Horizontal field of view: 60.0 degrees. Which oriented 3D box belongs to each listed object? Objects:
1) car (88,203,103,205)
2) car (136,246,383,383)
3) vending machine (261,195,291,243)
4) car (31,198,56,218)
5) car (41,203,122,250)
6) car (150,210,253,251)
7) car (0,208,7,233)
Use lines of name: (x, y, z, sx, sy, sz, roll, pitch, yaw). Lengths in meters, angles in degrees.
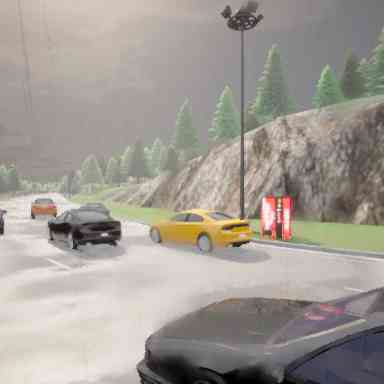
car: (-7.997, 1.565, 27.038, 1.994, 1.385, 4.181, 0, 0, -27)
car: (2.002, 1.547, 2.551, 5.357, 1.411, 2.033, 0, 0, 38)
vending machine: (3.897, 1.195, 15.386, 1.100, 2.100, 0.880, 0, 0, -44)
car: (-13.668, 1.353, 30.675, 2.097, 1.767, 4.553, 0, 0, -25)
car: (-4.832, 1.477, 14.545, 1.882, 1.535, 5.008, 0, 0, -38)
car: (0.180, 1.478, 13.848, 1.882, 1.535, 5.008, 0, -1, -42)
car: (-11.823, 1.526, 19.209, 1.812, 1.442, 4.674, 0, 0, -29)
